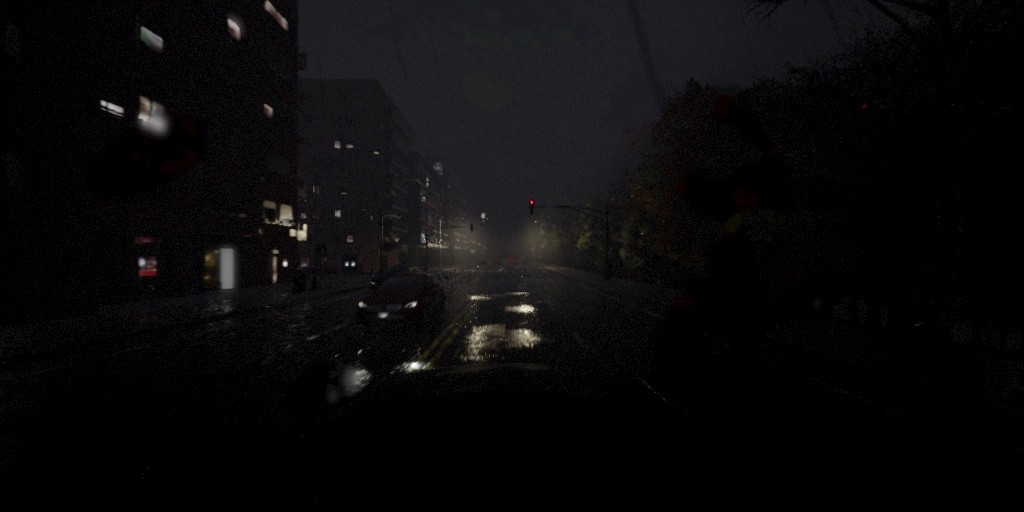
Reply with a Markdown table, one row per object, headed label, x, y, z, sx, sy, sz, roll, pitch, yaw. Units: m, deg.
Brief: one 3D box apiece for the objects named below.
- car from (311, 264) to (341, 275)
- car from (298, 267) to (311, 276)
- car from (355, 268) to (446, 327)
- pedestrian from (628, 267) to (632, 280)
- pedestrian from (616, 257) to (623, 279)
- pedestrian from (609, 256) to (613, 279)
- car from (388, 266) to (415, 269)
| label | x | y | z | sx | sy | sz | roll | pitch | yaw |
| --- | --- | --- | --- | --- | --- | --- | --- | --- | --- |
| car | -22.803 | 1.626 | 43.024 | 4.207 | 1.307 | 1.802 | 0 | 0 | -1 |
| car | -22.677 | 1.360 | 34.377 | 5.009 | 1.841 | 2.192 | 0 | 0 | -1 |
| car | -3.350 | 1.282 | 11.667 | 1.812 | 1.442 | 4.674 | 0 | 0 | 0 |
| pedestrian | 9.411 | 1.371 | 28.615 | 0.500 | 1.100 | 0.500 | 0 | 0 | 0 |
| pedestrian | 8.474 | 0.914 | 28.015 | 0.375 | 1.860 | 0.375 | 0 | 0 | 0 |
| pedestrian | 7.995 | 0.917 | 29.214 | 0.375 | 1.860 | 0.375 | 0 | 0 | 0 |
| car | -6.573 | 1.312 | 21.293 | 2.033 | 1.411 | 5.357 | 0 | 0 | 0 |
